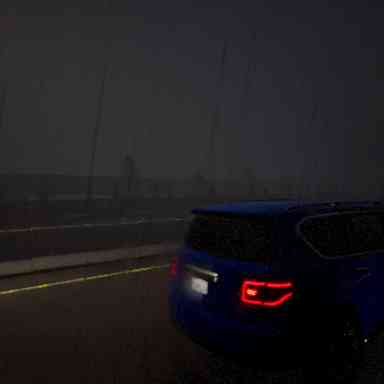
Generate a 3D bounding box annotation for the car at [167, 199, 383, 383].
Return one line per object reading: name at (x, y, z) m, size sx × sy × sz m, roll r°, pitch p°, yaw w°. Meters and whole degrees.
car at (2.265, 1.143, 5.363) m, size 5.566 × 2.045 × 2.150 m, roll -1°, pitch 0°, yaw -36°

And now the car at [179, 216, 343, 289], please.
car at (2.131, 1.506, 9.567) m, size 4.718 × 1.301 × 1.895 m, roll 0°, pitch 0°, yaw -35°

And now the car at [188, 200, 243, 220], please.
car at (1.933, 1.399, 26.867) m, size 4.181 × 1.385 × 1.994 m, roll 0°, pitch 0°, yaw -35°

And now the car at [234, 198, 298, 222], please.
car at (5.673, 1.296, 25.236) m, size 5.008 × 1.535 × 1.882 m, roll 0°, pitch 0°, yaw -35°

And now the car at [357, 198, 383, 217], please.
car at (16.753, 1.285, 28.842) m, size 5.357 × 1.411 × 2.033 m, roll -1°, pitch 0°, yaw -35°
